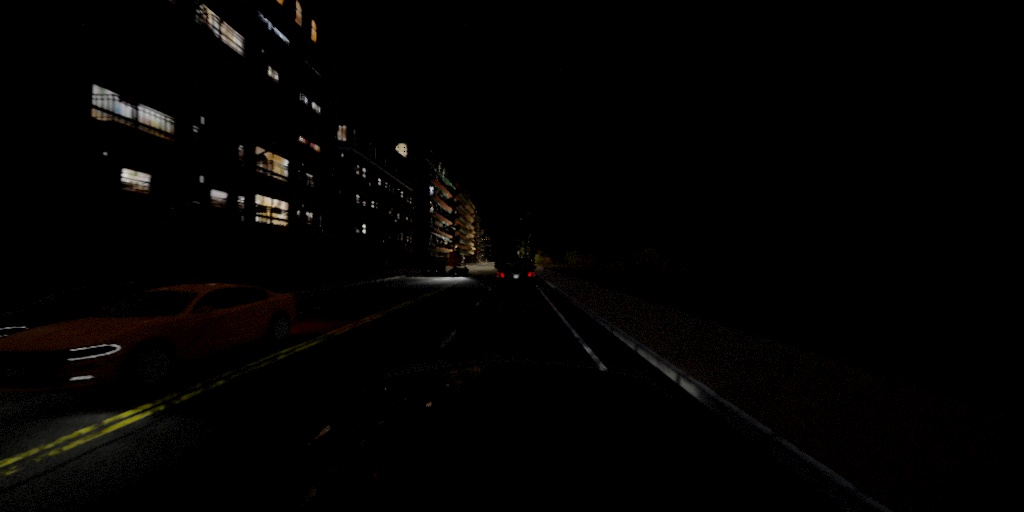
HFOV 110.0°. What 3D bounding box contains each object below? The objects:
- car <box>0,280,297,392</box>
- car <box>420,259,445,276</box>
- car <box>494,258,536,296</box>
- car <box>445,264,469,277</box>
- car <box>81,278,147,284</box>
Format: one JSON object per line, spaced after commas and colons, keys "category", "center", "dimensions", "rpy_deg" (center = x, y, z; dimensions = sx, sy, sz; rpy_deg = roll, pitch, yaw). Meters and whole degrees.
{"category": "car", "center": [-6.547, 1.307, 7.259], "dimensions": [1.882, 1.535, 5.008], "rpy_deg": [0, 0, 1]}
{"category": "car", "center": [-9.496, 1.379, 43.746], "dimensions": [2.150, 2.045, 5.566], "rpy_deg": [0, -1, 1]}
{"category": "car", "center": [0.230, 1.138, 20.774], "dimensions": [2.150, 2.045, 5.566], "rpy_deg": [0, 0, 1]}
{"category": "car", "center": [-6.263, 1.729, 42.345], "dimensions": [1.895, 1.301, 4.718], "rpy_deg": [0, 0, 1]}
{"category": "car", "center": [-9.780, 1.334, 8.680], "dimensions": [1.882, 1.535, 5.008], "rpy_deg": [0, 0, 1]}
